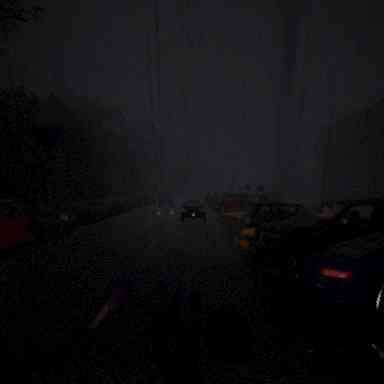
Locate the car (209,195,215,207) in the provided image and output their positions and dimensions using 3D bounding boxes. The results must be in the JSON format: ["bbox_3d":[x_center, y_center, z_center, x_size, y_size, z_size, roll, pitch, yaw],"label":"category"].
[{"bbox_3d":[4.413,1.315,34.412,4.674,1.452,2.002,0,0,0],"label":"car"}]

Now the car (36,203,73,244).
[{"bbox_3d":[-8.161,1.393,14.440,5.008,1.535,2.097,0,0,0],"label":"car"}]

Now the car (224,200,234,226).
[{"bbox_3d":[4.598,1.372,17.458,5.366,1.575,1.946,0,0,0],"label":"car"}]

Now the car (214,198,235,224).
[{"bbox_3d":[4.226,1.356,20.284,5.366,1.575,1.946,0,0,0],"label":"car"}]

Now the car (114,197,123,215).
[{"bbox_3d":[-8.186,1.355,25.858,4.792,1.488,2.163,0,0,0],"label":"car"}]

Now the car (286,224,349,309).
[{"bbox_3d":[4.411,1.482,6.155,4.674,1.452,2.002,0,0,0],"label":"car"}]

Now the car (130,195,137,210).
[{"bbox_3d":[-8.153,1.292,31.506,5.008,1.535,2.097,0,0,0],"label":"car"}]

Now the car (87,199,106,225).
[{"bbox_3d":[-8.151,1.359,20.087,5.008,1.535,2.097,0,0,0],"label":"car"}]

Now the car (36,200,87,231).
[{"bbox_3d":[-8.187,1.250,17.263,4.553,1.767,2.185,0,0,0],"label":"car"}]

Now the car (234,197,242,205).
[{"bbox_3d":[4.381,1.267,14.631,4.553,1.767,2.185,0,0,0],"label":"car"}]

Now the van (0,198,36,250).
[{"bbox_3d":[-8.271,1.183,11.742,4.442,1.987,1.878,0,0,0],"label":"van"}]

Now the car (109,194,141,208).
[{"bbox_3d":[-8.155,1.276,34.330,4.892,1.521,2.231,0,0,0],"label":"car"}]

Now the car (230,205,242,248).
[{"bbox_3d":[4.228,1.406,11.806,5.366,1.575,1.946,0,0,0],"label":"car"}]

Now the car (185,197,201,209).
[{"bbox_3d":[0.095,1.347,41.848,1.895,1.301,4.718,0,0,0],"label":"car"}]

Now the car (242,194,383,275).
[{"bbox_3d":[4.385,1.174,8.979,5.566,2.045,2.435,0,0,0],"label":"car"}]

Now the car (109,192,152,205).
[{"bbox_3d":[-8.136,0.969,42.675,5.566,2.045,2.435,0,0,0],"label":"car"}]

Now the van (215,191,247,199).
[{"bbox_3d":[4.294,1.099,25.933,4.442,1.987,1.878,0,0,0],"label":"van"}]

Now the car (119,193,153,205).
[{"bbox_3d":[-8.102,1.044,48.455,4.553,1.767,2.185,0,0,0],"label":"car"}]

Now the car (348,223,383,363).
[{"bbox_3d":[4.383,1.333,3.329,4.553,1.767,2.185,0,0,0],"label":"car"}]

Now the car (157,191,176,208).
[{"bbox_3d":[-3.343,0.954,43.863,2.150,2.045,5.566,0,0,0],"label":"car"}]

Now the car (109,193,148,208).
[{"bbox_3d":[-8.170,1.240,39.976,4.892,1.521,2.231,0,0,0],"label":"car"}]

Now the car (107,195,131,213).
[{"bbox_3d":[-8.153,1.308,28.682,5.008,1.535,2.097,0,0,0],"label":"car"}]

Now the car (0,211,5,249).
[{"bbox_3d":[-8.162,1.427,8.917,4.892,1.521,2.231,0,0,0],"label":"car"}]

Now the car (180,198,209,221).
[{"bbox_3d":[0.095,1.376,25.098,1.812,1.442,4.674,0,0,0],"label":"car"}]

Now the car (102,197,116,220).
[{"bbox_3d":[-8.161,1.343,22.910,5.008,1.535,2.097,0,0,0],"label":"car"}]

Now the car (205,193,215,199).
[{"bbox_3d":[4.411,1.259,42.890,4.674,1.452,2.002,0,0,0],"label":"car"}]

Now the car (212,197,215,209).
[{"bbox_3d":[4.440,1.338,28.760,4.792,1.488,2.163,0,0,0],"label":"car"}]

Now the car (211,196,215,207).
[{"bbox_3d":[4.408,1.332,31.586,4.674,1.452,2.002,0,0,0],"label":"car"}]

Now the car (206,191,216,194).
[{"bbox_3d":[4.437,0.947,45.713,5.566,2.045,2.435,0,0,0],"label":"car"}]
